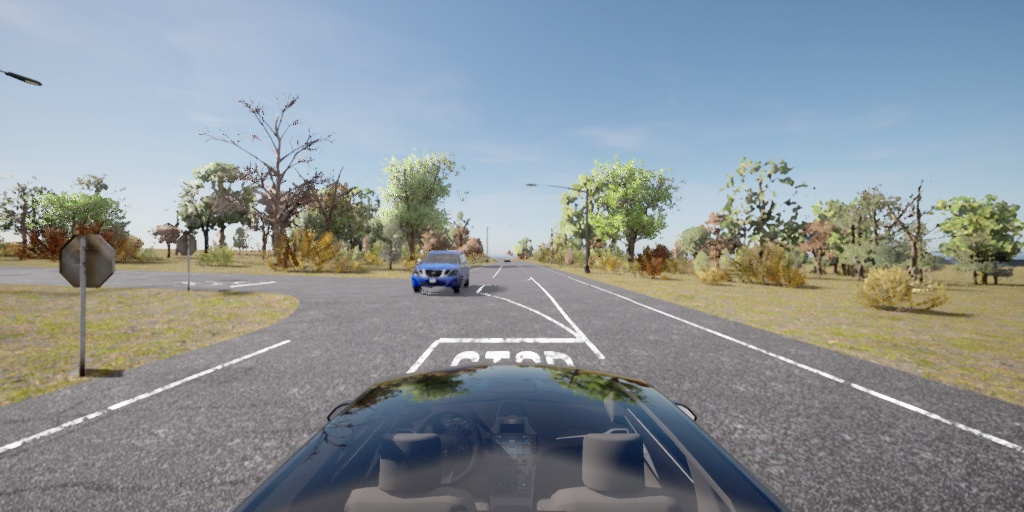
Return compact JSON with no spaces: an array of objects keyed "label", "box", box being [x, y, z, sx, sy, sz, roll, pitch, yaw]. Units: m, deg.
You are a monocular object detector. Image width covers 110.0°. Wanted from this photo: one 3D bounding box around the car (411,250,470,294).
[{"label":"car","box":[-3.457,0.727,18.451,2.150,2.045,5.566,1,0,0]}]
